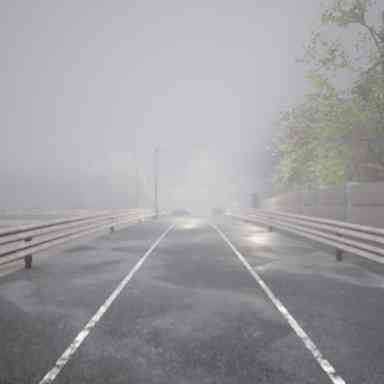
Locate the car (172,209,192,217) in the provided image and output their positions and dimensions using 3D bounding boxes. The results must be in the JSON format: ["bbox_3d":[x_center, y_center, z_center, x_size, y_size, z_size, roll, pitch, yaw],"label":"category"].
[{"bbox_3d":[-1.958,4.087,65.167,1.837,1.490,4.892,-2,-4,37],"label":"car"}]

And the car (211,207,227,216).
[{"bbox_3d":[6.362,4.513,77.380,2.150,2.045,5.566,-2,-4,28],"label":"car"}]

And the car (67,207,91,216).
[{"bbox_3d":[-16.443,3.024,49.657,4.553,1.767,2.097,3,-4,-42],"label":"car"}]
